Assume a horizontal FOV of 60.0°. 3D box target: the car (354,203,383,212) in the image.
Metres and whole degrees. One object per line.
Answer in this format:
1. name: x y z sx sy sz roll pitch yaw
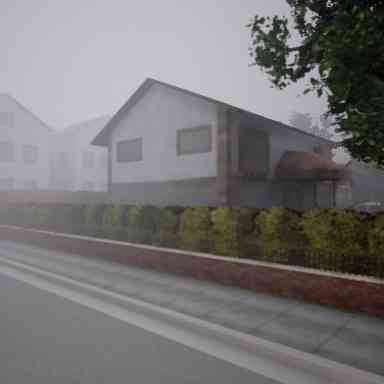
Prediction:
1. car: 13.056 1.522 23.054 3.806 1.475 1.970 -1 -1 42
